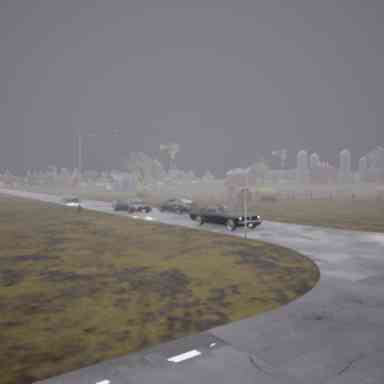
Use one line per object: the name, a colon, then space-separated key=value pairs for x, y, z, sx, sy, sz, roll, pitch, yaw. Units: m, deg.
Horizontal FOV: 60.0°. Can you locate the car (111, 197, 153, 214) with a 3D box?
car: x=-5.607 y=1.181 z=30.329 sx=2.033 sy=1.411 sz=5.357 roll=-1 pitch=2 yaw=-36

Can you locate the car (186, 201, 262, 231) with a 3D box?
car: x=1.917 y=1.470 z=19.979 sx=1.895 sy=1.301 sz=4.718 roll=-1 pitch=1 yaw=-36

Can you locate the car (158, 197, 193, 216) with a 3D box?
car: x=-1.165 y=1.202 z=29.014 sx=1.812 sy=1.442 sz=4.674 roll=-1 pitch=1 yaw=-36

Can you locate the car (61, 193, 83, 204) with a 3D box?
car: x=-16.361 y=0.822 z=45.199 sx=1.994 sy=1.385 sz=4.181 roll=-1 pitch=2 yaw=-35
